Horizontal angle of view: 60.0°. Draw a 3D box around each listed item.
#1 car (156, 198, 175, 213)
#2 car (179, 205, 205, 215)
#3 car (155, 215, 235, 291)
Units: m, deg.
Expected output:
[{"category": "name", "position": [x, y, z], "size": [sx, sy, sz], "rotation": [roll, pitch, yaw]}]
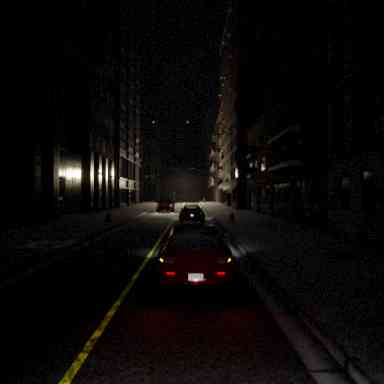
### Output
[{"category": "car", "position": [-3.181, 1.565, 40.534], "size": [2.097, 1.767, 4.553], "rotation": [0, 0, 0]}, {"category": "car", "position": [-0.004, 1.705, 26.561], "size": [1.994, 1.385, 4.181], "rotation": [0, 0, 0]}, {"category": "car", "position": [0.065, 1.575, 9.069], "size": [1.812, 1.442, 4.674], "rotation": [0, 0, 0]}]
